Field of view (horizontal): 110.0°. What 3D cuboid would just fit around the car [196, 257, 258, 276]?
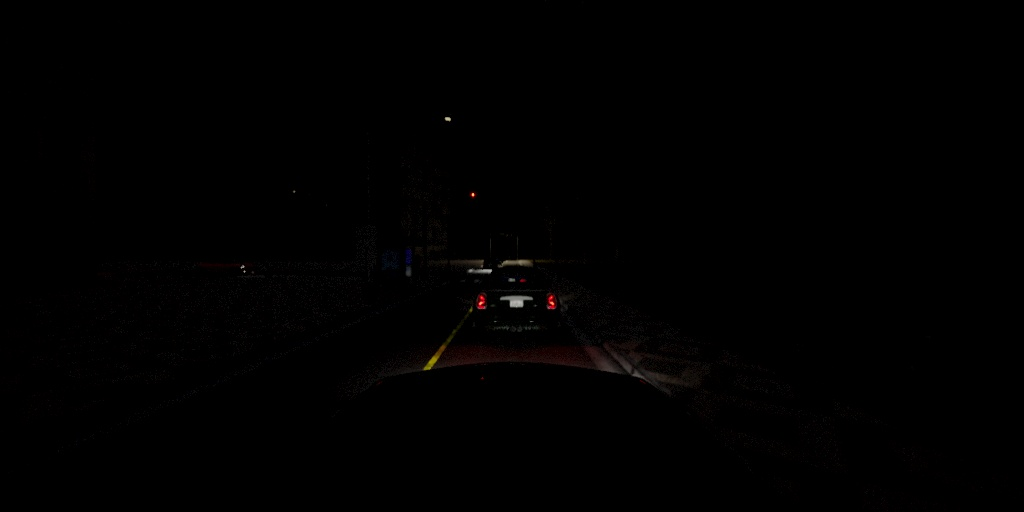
[{"bbox_3d":[-25.660,0.920,32.453,4.553,1.767,2.097,0,1,2],"label":"car"}]

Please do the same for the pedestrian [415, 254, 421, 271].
[{"bbox_3d":[-10.002,0.678,38.253,0.375,1.860,0.375,0,1,2],"label":"pedestrian"}]

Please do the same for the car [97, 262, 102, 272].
[{"bbox_3d":[-44.329,0.979,36.112,4.892,1.490,1.837,0,1,2],"label":"car"}]

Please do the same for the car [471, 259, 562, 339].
[{"bbox_3d":[0.109,1.071,10.110,2.097,1.767,4.553,0,0,0],"label":"car"}]

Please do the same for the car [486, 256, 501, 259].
[{"bbox_3d":[-2.984,1.030,49.537,2.128,1.511,4.902,0,0,0],"label":"car"}]
